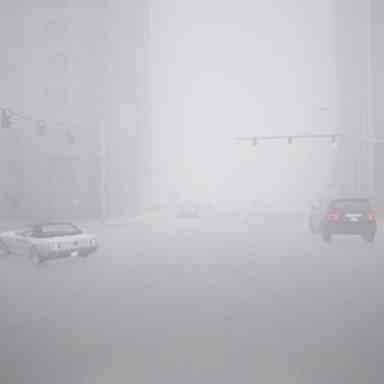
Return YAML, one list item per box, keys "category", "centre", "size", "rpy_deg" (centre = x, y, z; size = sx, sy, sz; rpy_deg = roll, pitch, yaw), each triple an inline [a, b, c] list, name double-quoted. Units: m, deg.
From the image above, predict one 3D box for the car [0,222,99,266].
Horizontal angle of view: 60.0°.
- category: "car"
  centre: [-5.574, 1.792, 12.490]
  size: [4.718, 1.301, 1.895]
  rpy_deg: [-1, -1, 41]

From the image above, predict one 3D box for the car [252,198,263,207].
- category: "car"
  centre: [11.545, 1.873, 58.783]
  size: [2.128, 1.511, 4.902]
  rpy_deg: [-1, -1, 10]

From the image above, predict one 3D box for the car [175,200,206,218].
- category: "car"
  centre: [-0.257, 1.668, 34.039]
  size: [2.097, 1.767, 4.553]
  rpy_deg: [-1, -1, 11]

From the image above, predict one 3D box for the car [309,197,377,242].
- category: "car"
  centre: [7.439, 1.276, 16.903]
  size: [2.150, 2.045, 5.566]
  rpy_deg: [-1, -1, 10]

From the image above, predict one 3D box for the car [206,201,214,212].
- category: "car"
  centre: [1.719, 1.931, 44.370]
  size: [2.033, 1.411, 5.357]
  rpy_deg: [-1, -1, 11]
